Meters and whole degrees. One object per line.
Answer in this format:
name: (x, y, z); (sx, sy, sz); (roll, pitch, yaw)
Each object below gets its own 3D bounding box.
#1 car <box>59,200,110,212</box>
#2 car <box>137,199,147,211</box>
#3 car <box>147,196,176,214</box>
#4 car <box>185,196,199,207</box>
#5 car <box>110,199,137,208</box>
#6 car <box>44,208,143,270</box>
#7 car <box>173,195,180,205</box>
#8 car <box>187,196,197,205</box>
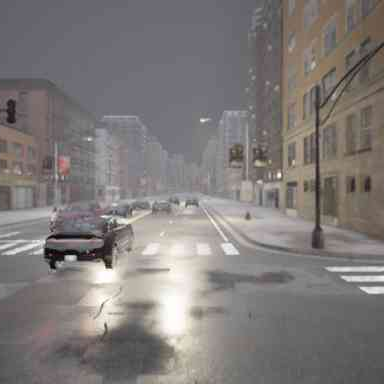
car: (-6.578, 1.376, 19.593); (2.097, 1.767, 4.553); (0, 0, -1)
car: (-6.584, 1.605, 42.678); (2.033, 1.411, 5.357); (0, 0, 0)
car: (-3.162, 1.538, 35.683); (2.128, 1.511, 4.902); (0, 0, 0)
car: (-0.020, 1.423, 51.326); (2.097, 1.767, 4.553); (0, 0, 0)
car: (-6.601, 1.602, 30.048); (1.994, 1.385, 4.181); (0, 0, 0)
car: (-3.154, 1.504, 11.074); (2.128, 1.511, 4.902); (0, 0, 0)
car: (-3.204, 1.434, 59.160); (2.097, 1.767, 4.553); (0, 0, 0)
car: (-0.023, 1.564, 61.360); (1.882, 1.535, 5.008); (0, 0, 0)
